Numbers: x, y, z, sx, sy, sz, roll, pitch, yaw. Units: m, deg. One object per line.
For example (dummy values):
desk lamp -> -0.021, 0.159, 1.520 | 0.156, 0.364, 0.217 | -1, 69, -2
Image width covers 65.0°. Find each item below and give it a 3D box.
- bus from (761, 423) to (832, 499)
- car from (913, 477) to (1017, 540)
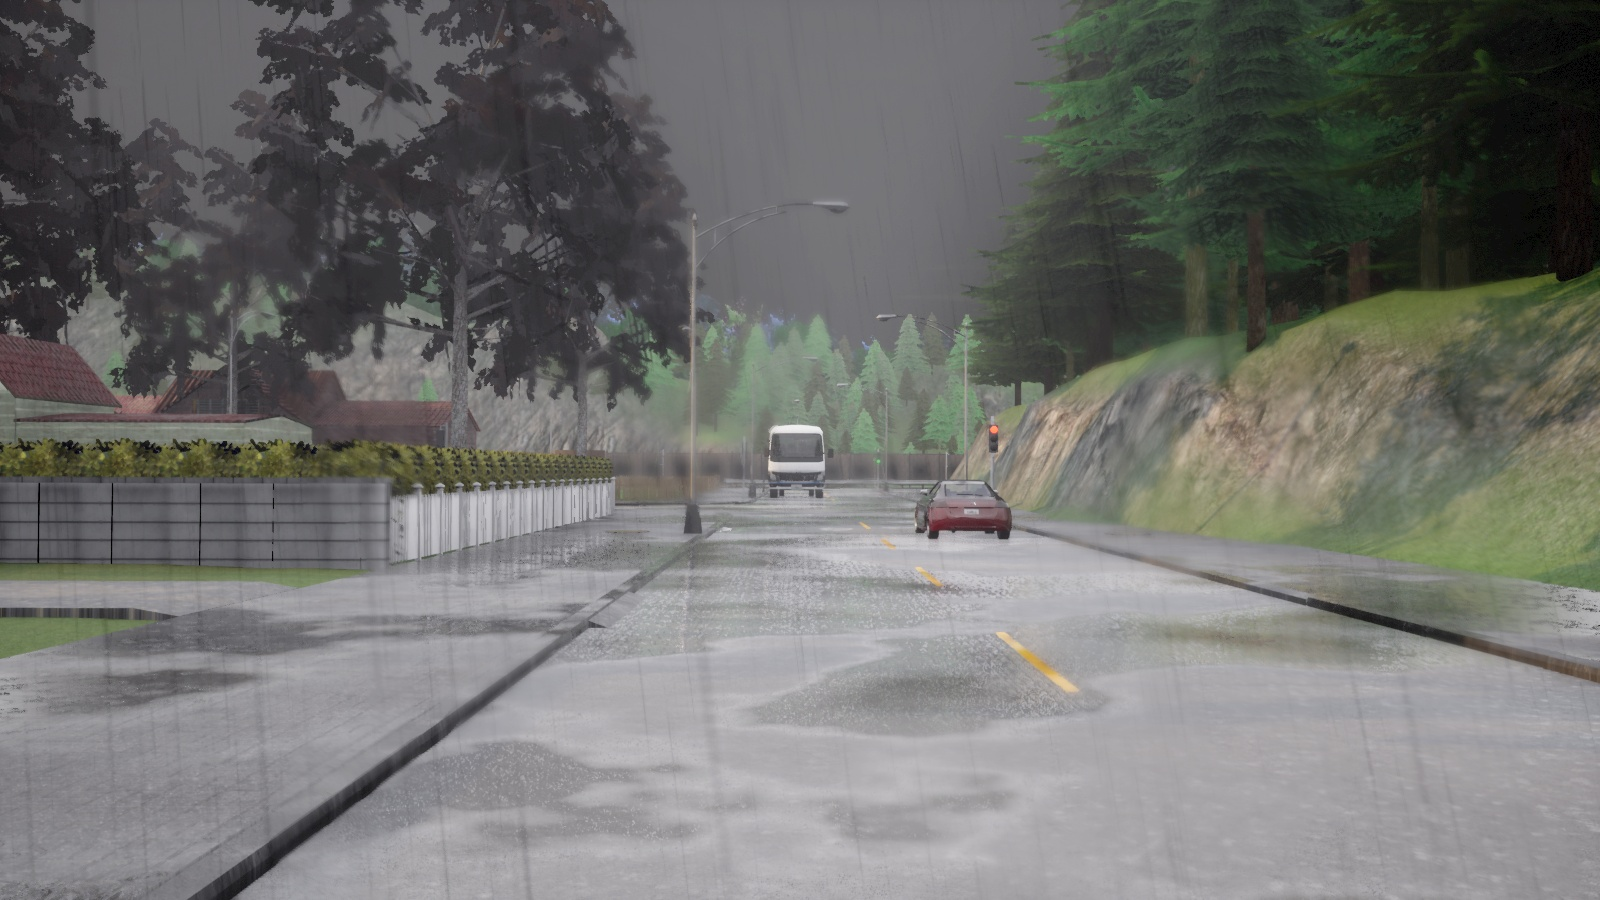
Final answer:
bus -> -0.192, 0.698, 75.175 | 3.944, 4.253, 10.273 | 0, -1, 0
car -> 3.919, 1.374, 30.520 | 1.994, 1.385, 4.181 | 0, -1, 0
